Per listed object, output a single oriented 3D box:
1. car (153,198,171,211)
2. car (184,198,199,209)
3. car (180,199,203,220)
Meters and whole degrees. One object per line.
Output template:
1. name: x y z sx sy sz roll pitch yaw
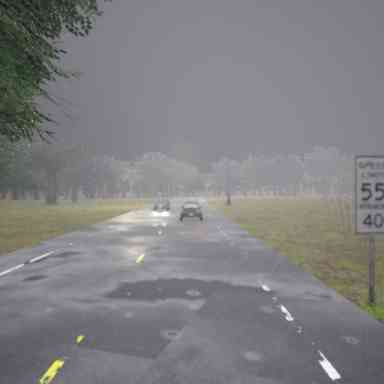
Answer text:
1. car: -3.599 1.463 40.560 2.128 1.511 4.902 0 0 0
2. car: -0.027 1.542 44.998 1.895 1.301 4.718 0 0 0
3. car: -0.040 1.550 27.888 1.812 1.442 4.674 0 0 0
